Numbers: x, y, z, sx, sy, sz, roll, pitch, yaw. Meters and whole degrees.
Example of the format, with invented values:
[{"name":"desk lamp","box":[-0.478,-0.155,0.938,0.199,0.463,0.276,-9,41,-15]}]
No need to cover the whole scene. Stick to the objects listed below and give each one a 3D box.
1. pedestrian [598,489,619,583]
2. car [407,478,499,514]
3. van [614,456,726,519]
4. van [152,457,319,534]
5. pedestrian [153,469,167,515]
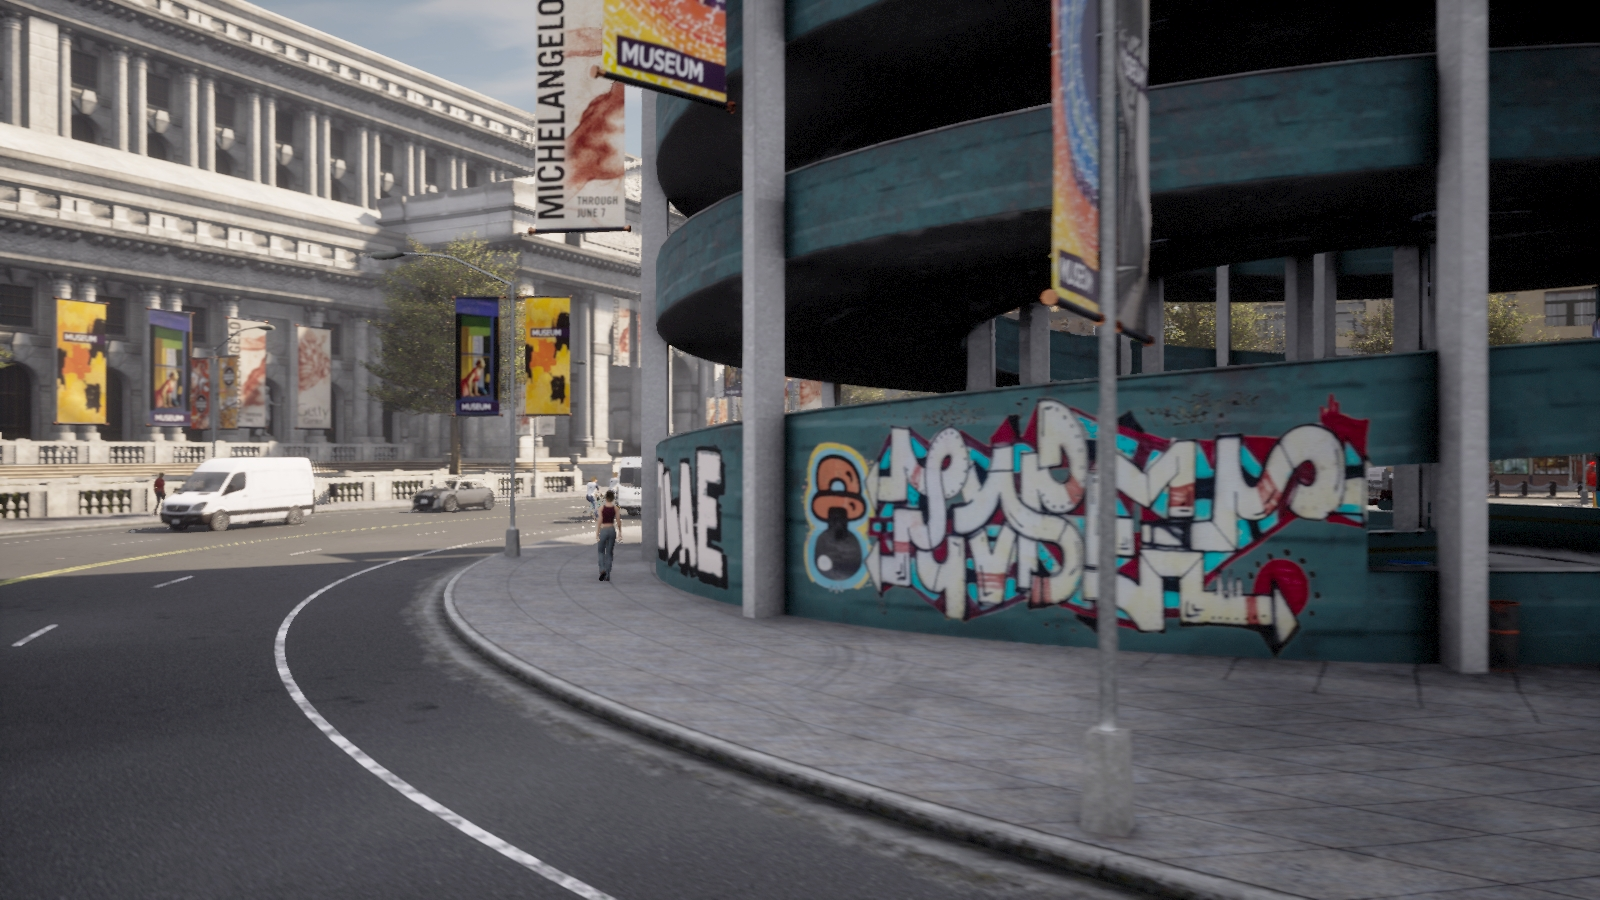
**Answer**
[{"name":"pedestrian","box":[-3.851,1.713,22.971,0.375,1.860,0.375,0,0,-17]},{"name":"car","box":[-16.041,2.102,52.944,1.970,1.475,3.806,0,0,27]},{"name":"van","box":[-5.587,1.571,50.116,1.988,2.561,5.915,0,0,27]},{"name":"van","box":[-20.439,1.563,41.721,1.988,2.561,5.915,0,0,16]},{"name":"pedestrian","box":[-26.084,1.728,46.577,0.375,1.860,0.375,0,0,5]}]
